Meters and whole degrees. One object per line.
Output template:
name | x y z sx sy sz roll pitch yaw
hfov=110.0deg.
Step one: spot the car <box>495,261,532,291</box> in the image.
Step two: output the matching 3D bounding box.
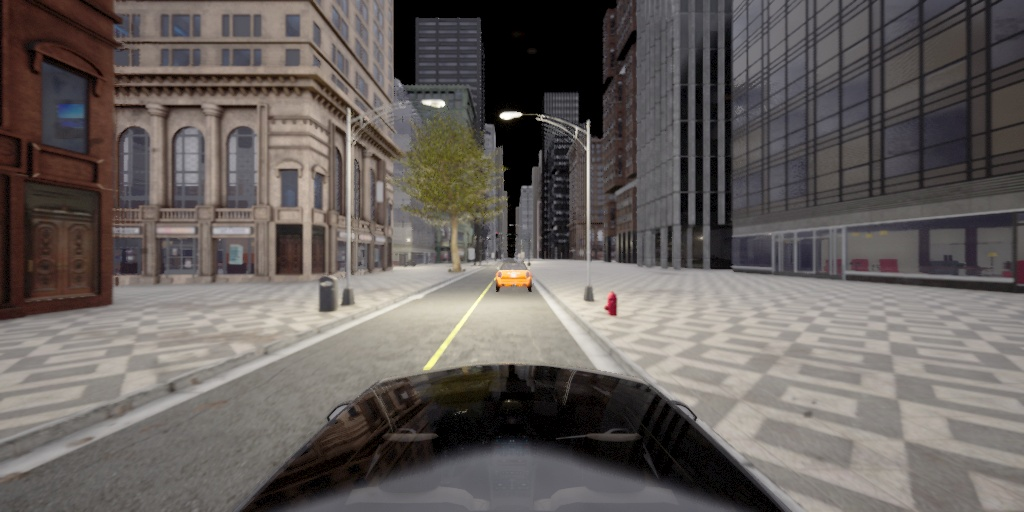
car | 0.101 1.095 22.031 2.097 1.767 4.553 0 0 0
